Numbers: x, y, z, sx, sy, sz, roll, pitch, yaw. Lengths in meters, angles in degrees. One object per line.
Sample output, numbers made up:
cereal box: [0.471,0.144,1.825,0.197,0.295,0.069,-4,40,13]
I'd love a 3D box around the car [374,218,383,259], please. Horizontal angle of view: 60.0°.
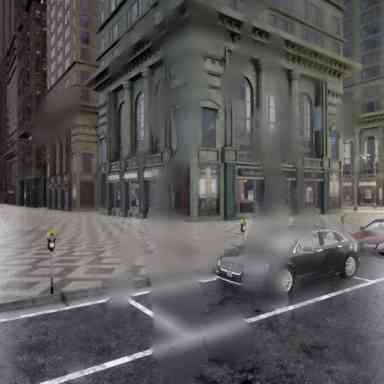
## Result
car: [7.000,1.582,11.620,4.206,1.307,1.802,0,0,-35]

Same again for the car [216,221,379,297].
car: [2.588,1.551,8.484,4.403,1.369,2.008,0,0,-35]
